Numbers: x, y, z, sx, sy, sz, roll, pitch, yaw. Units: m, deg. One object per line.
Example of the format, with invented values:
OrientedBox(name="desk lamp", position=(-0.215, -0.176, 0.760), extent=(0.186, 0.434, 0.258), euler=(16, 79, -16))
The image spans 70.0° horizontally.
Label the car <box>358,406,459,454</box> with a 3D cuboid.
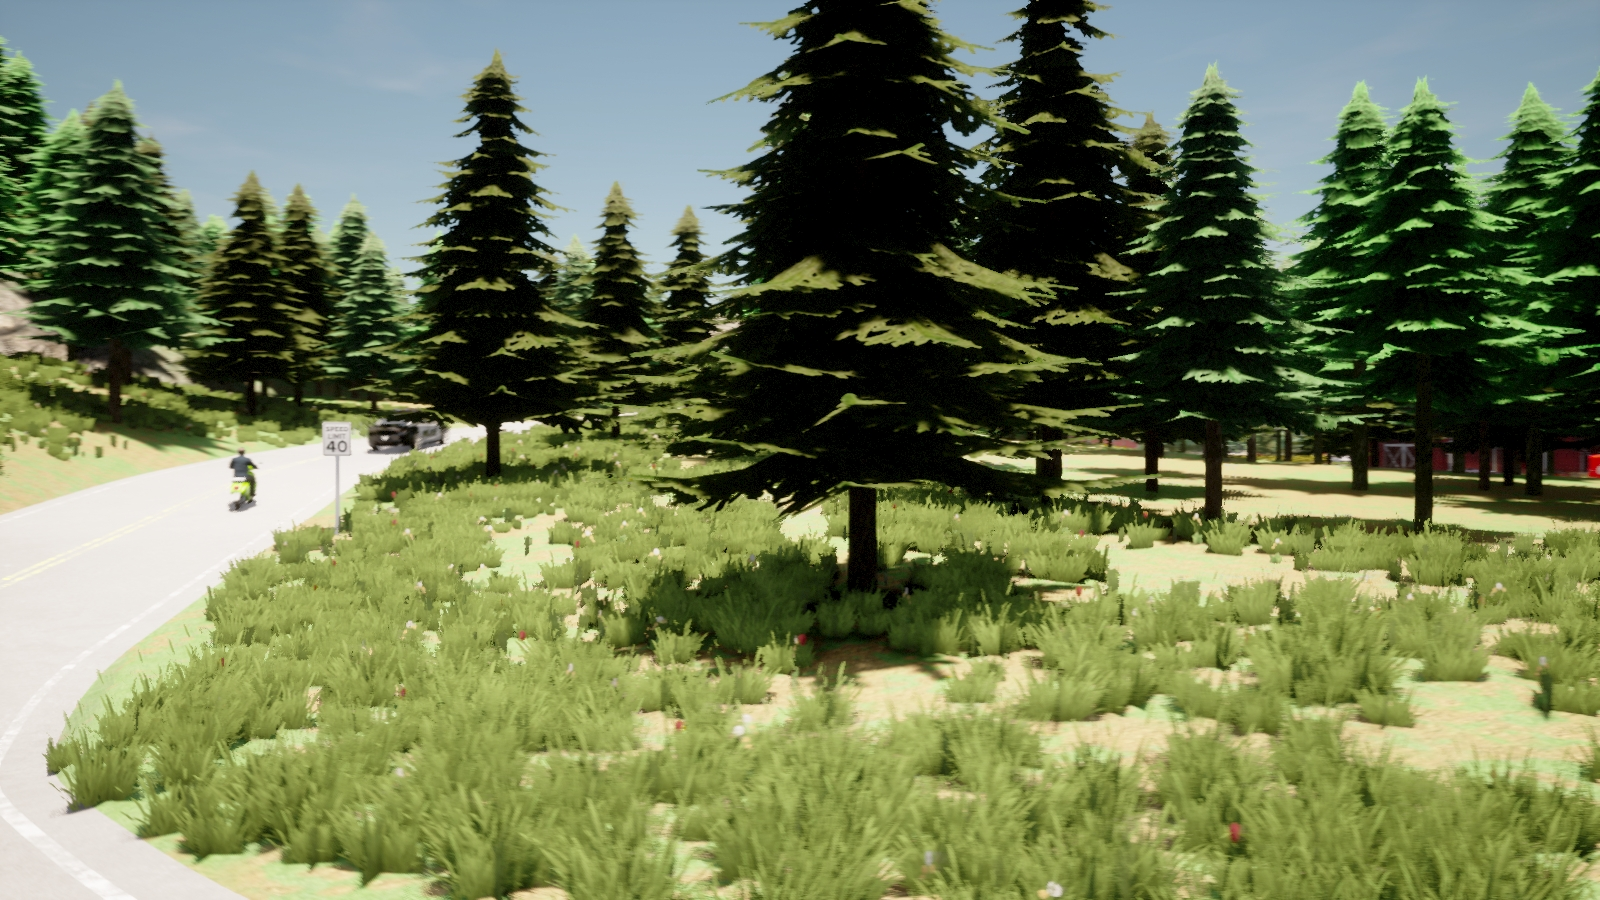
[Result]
OrientedBox(name="car", position=(-16.668, -0.905, 48.963), extent=(2.097, 1.638, 5.238), euler=(0, 5, 5))
